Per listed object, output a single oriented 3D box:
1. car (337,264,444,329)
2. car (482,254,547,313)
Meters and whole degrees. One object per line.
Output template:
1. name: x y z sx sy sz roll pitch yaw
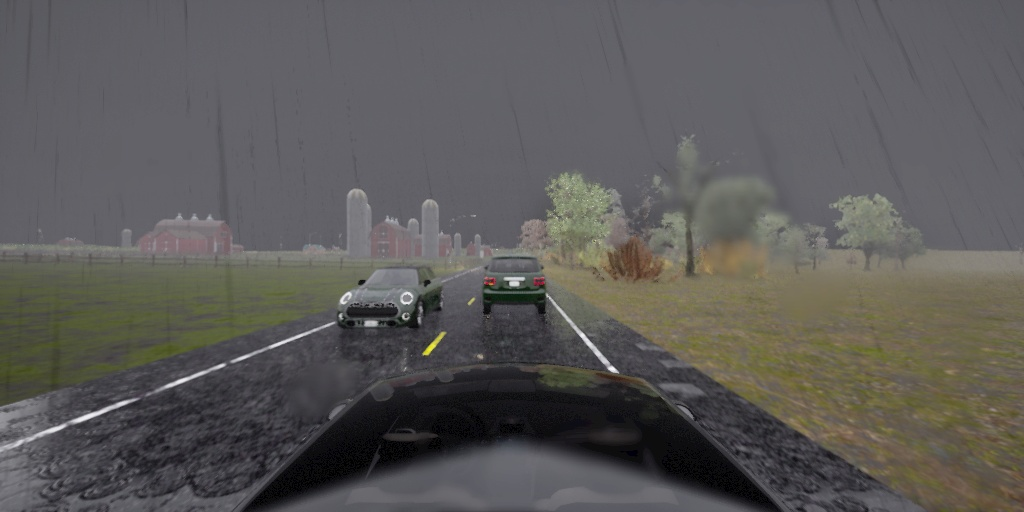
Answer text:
1. car: -3.501 1.081 11.142 2.097 1.767 4.553 0 0 0
2. car: 0.086 0.946 13.903 2.150 2.045 5.566 0 0 0
